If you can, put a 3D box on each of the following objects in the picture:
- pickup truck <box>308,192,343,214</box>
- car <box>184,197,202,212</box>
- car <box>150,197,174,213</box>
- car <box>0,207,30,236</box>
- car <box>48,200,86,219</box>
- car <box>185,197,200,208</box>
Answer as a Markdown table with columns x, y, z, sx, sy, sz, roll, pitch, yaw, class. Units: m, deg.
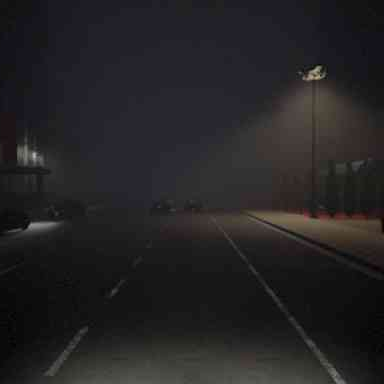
| x | y | z | sx | sy | sz | roll | pitch | yaw | class |
| --- | --- | --- | --- | --- | --- | --- | --- | --- | --- |
| 13.127 | 1.000 | 32.466 | 2.390 | 2.098 | 6.274 | 0 | 0 | 31 | pickup truck |
| 0.106 | 1.534 | 37.468 | 1.895 | 1.301 | 4.718 | 0 | 0 | 0 | car |
| -3.389 | 1.499 | 36.168 | 1.994 | 1.385 | 4.181 | 0 | 0 | -1 | car |
| -10.586 | 1.532 | 18.071 | 1.994 | 1.385 | 4.181 | 0 | 0 | 0 | car |
| -10.564 | 1.441 | 28.436 | 2.128 | 1.511 | 4.902 | 0 | 0 | 0 | car |
| 0.016 | 1.462 | 48.040 | 2.033 | 1.411 | 5.357 | 0 | 0 | 0 | car |
